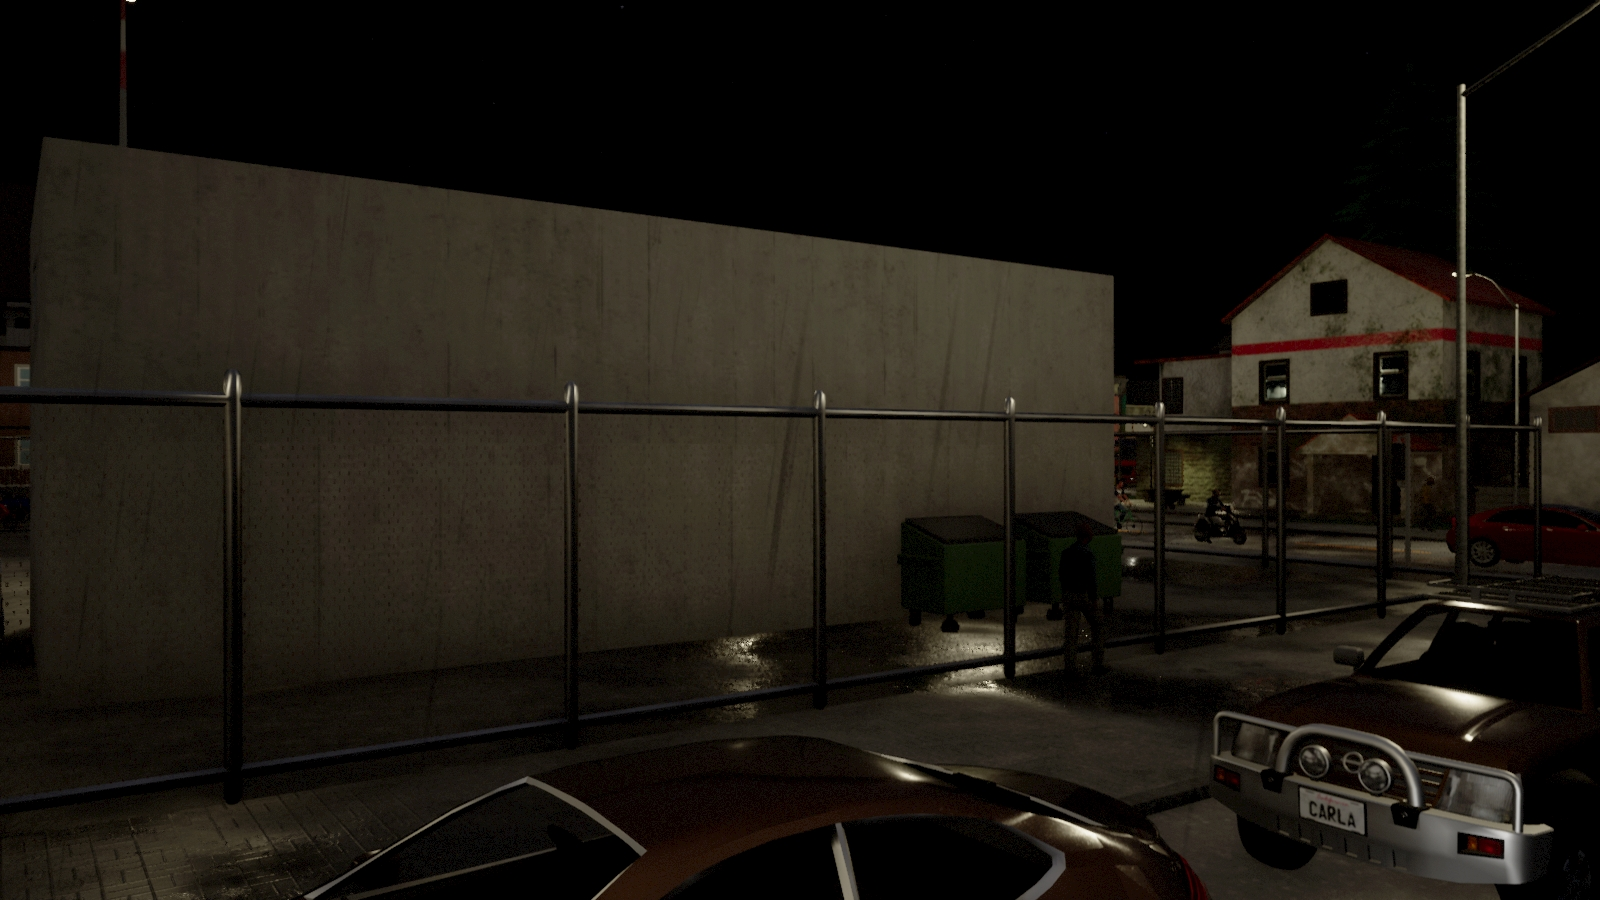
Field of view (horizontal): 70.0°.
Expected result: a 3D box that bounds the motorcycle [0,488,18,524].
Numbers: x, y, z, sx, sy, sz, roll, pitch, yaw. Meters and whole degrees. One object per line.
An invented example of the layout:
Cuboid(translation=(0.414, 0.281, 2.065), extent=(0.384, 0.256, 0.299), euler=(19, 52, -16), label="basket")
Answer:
Cuboid(translation=(-28.399, 1.961, 39.881), extent=(1.805, 1.236, 0.856), euler=(0, 0, -35), label="motorcycle")

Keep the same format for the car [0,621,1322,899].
Cuboid(translation=(-0.620, 1.769, 3.955), extent=(5.027, 1.651, 2.152), euler=(0, 0, -35), label="car")

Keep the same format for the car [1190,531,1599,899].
Cuboid(translation=(4.947, 1.635, 7.838), extent=(4.605, 1.855, 1.932), euler=(0, 0, -35), label="car")

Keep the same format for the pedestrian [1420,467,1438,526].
Cuboid(translation=(20.273, 1.490, 36.831), extent=(0.375, 1.860, 0.375), euler=(0, 0, -36), label="pedestrian")

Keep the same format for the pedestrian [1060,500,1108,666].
Cuboid(translation=(3.272, 1.514, 13.164), extent=(0.375, 1.860, 0.375), euler=(0, 0, -35), label="pedestrian")

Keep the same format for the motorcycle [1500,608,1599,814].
Cuboid(translation=(6.256, 1.952, 8.768), extent=(1.805, 1.236, 0.856), euler=(0, 0, -35), label="motorcycle")

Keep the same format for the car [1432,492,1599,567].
Cuboid(translation=(17.681, 1.813, 26.397), extent=(2.231, 1.480, 4.892), euler=(0, 0, -35), label="car")
